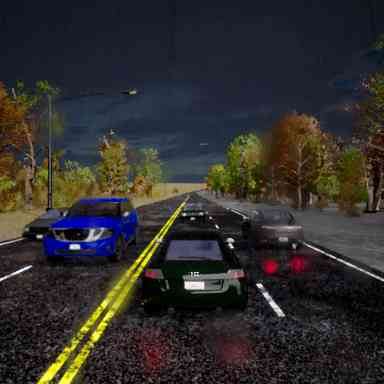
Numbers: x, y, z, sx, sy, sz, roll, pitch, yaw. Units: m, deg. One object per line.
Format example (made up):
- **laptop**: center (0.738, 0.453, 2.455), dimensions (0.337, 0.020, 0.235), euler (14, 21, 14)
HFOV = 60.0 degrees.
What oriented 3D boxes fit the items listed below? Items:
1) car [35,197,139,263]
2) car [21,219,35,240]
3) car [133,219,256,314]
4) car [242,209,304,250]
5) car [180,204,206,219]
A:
- **car**: center (-3.352, 1.220, 12.286), dimensions (2.150, 2.045, 5.566), euler (0, 0, 0)
- **car**: center (-6.604, 1.545, 17.109), dimensions (2.033, 1.411, 5.357), euler (0, 0, 0)
- **car**: center (0.057, 1.563, 7.686), dimensions (1.994, 1.385, 4.181), euler (0, 0, 0)
- **car**: center (3.324, 1.489, 14.362), dimensions (2.128, 1.511, 4.902), euler (0, 0, 1)
- **car**: center (0.058, 1.572, 25.981), dimensions (1.895, 1.301, 4.718), euler (-2, 1, 0)
